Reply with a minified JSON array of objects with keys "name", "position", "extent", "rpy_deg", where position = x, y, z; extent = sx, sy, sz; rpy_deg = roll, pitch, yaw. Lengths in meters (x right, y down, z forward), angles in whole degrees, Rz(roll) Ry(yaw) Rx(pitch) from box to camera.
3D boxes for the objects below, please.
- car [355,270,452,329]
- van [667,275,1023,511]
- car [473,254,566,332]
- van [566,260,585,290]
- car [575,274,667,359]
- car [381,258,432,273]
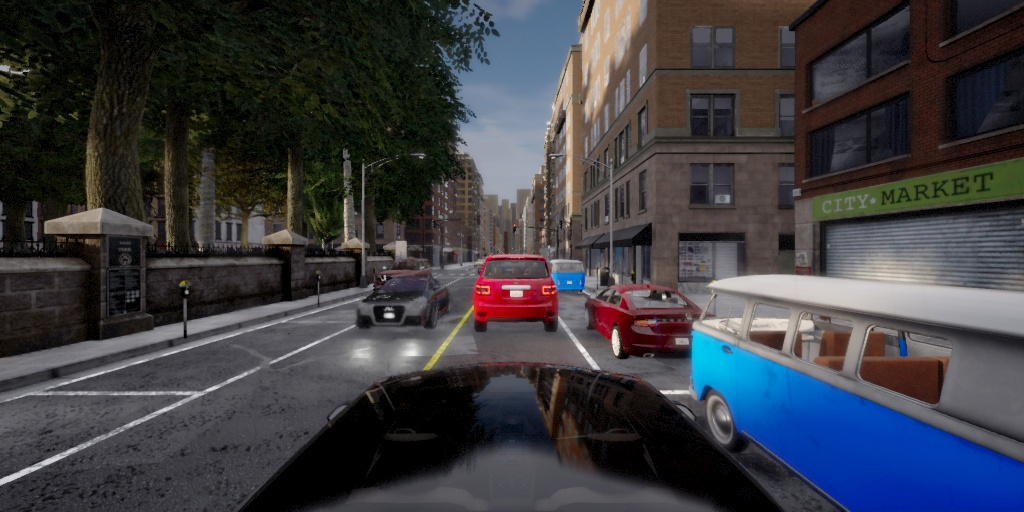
[{"name":"car","position":[-3.101,1.312,11.035],"extent":[1.994,1.385,4.181],"rpy_deg":[0,0,0]},{"name":"van","position":[2.856,1.091,2.578],"extent":[1.690,1.789,3.998],"rpy_deg":[0,0,0]},{"name":"car","position":[0.093,0.970,10.997],"extent":[2.150,2.045,5.566],"rpy_deg":[0,0,0]},{"name":"van","position":[2.849,1.085,19.560],"extent":[1.690,1.789,3.998],"rpy_deg":[0,0,0]},{"name":"car","position":[2.854,1.294,8.239],"extent":[1.888,1.381,4.507],"rpy_deg":[0,0,0]},{"name":"car","position":[-5.676,1.059,19.516],"extent":[2.192,1.841,5.009],"rpy_deg":[0,0,0]}]
